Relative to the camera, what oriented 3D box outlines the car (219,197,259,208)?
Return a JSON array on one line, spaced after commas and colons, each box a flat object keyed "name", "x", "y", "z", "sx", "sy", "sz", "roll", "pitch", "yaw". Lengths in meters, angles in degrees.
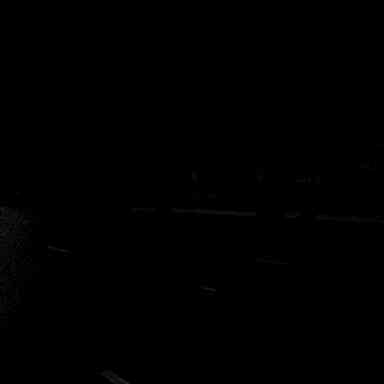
[{"name": "car", "x": 6.318, "y": 1.404, "z": 44.728, "sx": 5.357, "sy": 1.411, "sz": 2.033, "roll": -1, "pitch": 0, "yaw": -20}]
